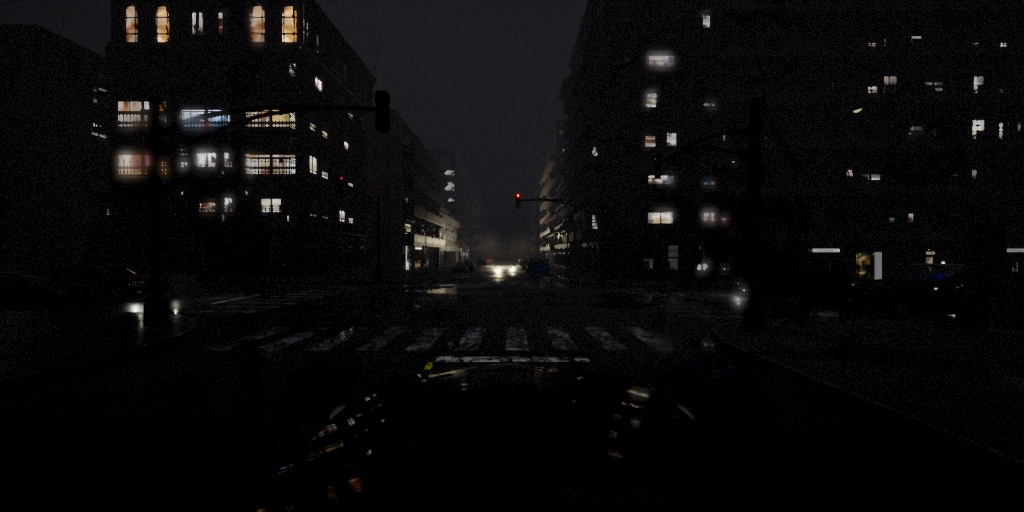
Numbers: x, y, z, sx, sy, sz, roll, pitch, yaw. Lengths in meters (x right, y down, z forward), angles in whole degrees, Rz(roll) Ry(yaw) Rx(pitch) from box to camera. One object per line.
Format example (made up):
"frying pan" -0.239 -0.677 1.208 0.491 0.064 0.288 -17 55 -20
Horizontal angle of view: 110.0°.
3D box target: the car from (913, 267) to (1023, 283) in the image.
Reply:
"car" 24.866 1.516 18.987 4.892 1.490 1.837 1 0 0

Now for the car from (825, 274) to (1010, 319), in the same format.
"car" 14.697 1.498 13.200 4.507 1.381 1.888 0 0 0

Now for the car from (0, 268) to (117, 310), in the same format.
"car" -17.756 1.215 13.219 4.207 1.307 1.802 0 0 0

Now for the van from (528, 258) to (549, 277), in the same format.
"van" 2.776 1.109 35.961 1.690 1.789 3.998 0 0 0

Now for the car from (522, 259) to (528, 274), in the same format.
"car" 2.680 1.091 41.457 2.192 1.841 5.009 0 0 0

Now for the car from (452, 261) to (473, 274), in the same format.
"car" -5.886 1.358 41.497 1.802 1.307 4.207 0 0 0

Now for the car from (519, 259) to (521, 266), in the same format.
"car" 2.618 1.252 58.018 1.967 1.591 4.097 0 0 0

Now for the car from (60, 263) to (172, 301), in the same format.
"car" -18.007 1.086 15.801 5.008 1.535 1.882 1 0 0

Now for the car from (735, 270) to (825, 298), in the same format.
"car" 14.956 1.453 18.993 5.357 1.411 2.033 1 0 0

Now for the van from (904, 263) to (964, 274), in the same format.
"van" 26.071 1.343 21.563 3.998 1.789 1.690 0 0 0

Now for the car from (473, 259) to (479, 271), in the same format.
"car" -5.894 1.352 47.018 1.948 1.339 4.313 0 0 0
